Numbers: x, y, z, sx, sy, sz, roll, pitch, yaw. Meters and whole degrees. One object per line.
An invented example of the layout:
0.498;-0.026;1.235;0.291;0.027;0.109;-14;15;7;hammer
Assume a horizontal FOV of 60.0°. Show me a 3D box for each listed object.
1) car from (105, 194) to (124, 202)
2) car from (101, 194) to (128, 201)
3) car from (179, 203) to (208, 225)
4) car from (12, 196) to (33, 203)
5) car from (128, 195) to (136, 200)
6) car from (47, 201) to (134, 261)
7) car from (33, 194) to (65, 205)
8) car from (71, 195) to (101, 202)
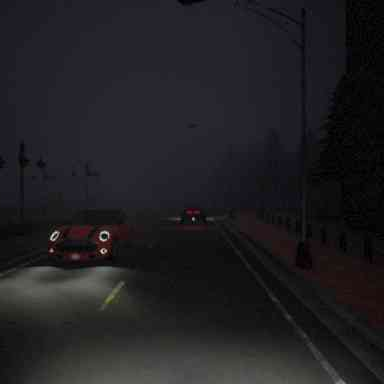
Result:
-17.664;1.329;76.242;3.866;1.878;1.905;0;0;0;car
-17.252;1.341;73.336;4.605;1.855;1.932;0;0;0;car
0.102;1.583;25.014;1.837;1.490;4.892;0;0;0;car
-35.801;1.552;69.722;3.633;1.501;1.845;0;0;0;car
-17.666;1.445;89.036;5.027;1.636;2.152;0;0;0;car
-3.537;1.390;12.388;2.097;1.767;4.553;0;0;0;car
-24.808;1.579;57.731;3.806;1.475;1.970;0;0;0;car
-17.387;1.559;54.752;3.633;1.501;1.845;0;0;0;car
